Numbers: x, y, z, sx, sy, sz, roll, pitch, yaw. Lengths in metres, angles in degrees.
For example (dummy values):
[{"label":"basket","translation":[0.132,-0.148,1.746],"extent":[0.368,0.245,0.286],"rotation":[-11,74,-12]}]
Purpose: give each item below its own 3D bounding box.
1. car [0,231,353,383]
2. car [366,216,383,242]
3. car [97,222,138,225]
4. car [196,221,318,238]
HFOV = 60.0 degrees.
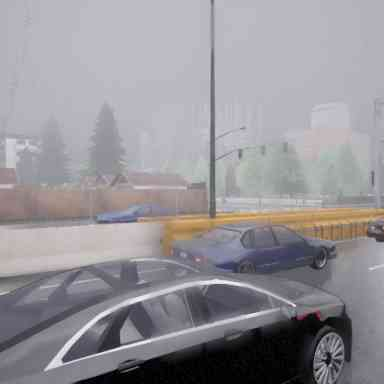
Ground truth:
[{"label":"car","translation":[-0.177,1.492,3.617],"extent":[4.902,1.511,2.128],"rotation":[0,0,-35]},{"label":"car","translation":[10.056,1.547,15.179],"extent":[5.357,1.411,2.033],"rotation":[0,0,-35]},{"label":"car","translation":[-2.950,1.477,19.049],"extent":[5.008,1.535,1.882],"rotation":[0,0,-35]},{"label":"car","translation":[1.856,1.547,9.359],"extent":[5.357,1.411,2.033],"rotation":[0,0,-35]}]
